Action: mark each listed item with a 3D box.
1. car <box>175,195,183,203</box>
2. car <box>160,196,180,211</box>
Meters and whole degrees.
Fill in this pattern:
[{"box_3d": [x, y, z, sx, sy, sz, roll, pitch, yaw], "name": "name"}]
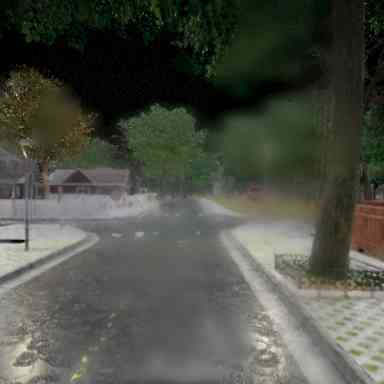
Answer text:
[{"box_3d": [-2.750, 1.396, 63.598, 2.128, 1.511, 4.902, 0, 0, 0], "name": "car"}, {"box_3d": [-2.750, 1.494, 39.425, 1.895, 1.301, 4.718, 0, 0, 0], "name": "car"}]
